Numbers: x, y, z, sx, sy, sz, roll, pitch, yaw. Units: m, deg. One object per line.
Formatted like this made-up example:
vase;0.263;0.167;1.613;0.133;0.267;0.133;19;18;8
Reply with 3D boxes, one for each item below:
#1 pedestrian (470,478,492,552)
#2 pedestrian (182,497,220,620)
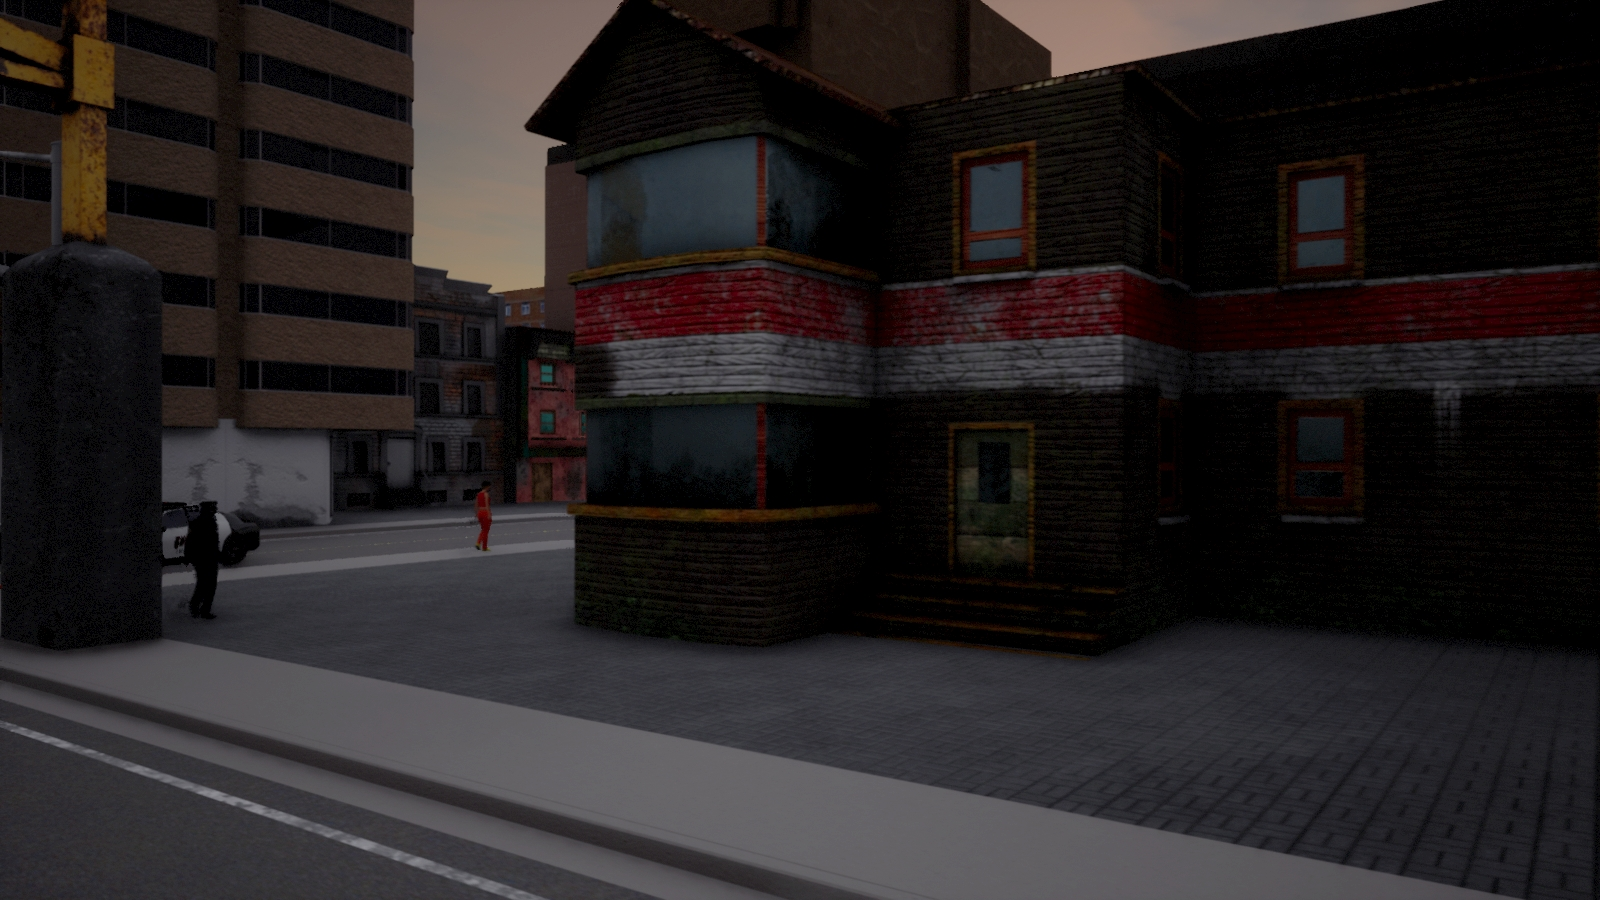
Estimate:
pedestrian;-8.144;1.664;29.196;0.375;1.860;0.375;0;0;34
pedestrian;-9.320;1.675;17.768;0.375;1.860;0.375;0;0;27
